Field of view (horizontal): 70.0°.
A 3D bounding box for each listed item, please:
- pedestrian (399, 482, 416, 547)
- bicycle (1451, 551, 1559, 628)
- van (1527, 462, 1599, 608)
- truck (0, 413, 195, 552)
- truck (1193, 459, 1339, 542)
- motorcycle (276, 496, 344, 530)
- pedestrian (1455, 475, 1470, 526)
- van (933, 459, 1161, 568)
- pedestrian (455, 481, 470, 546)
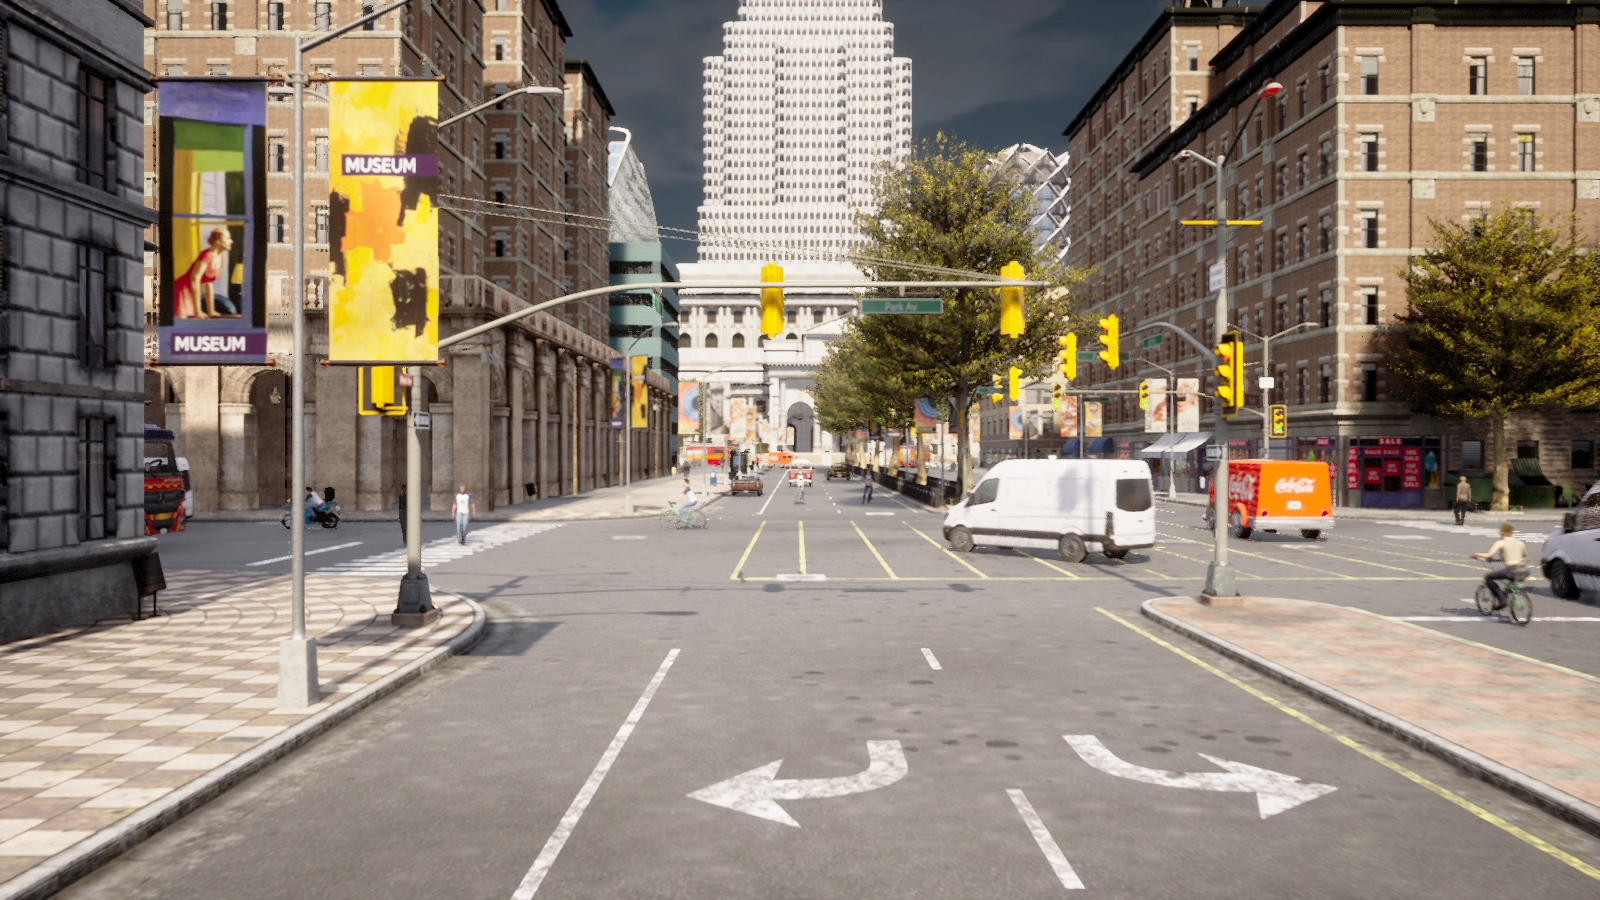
[{"bbox_3d":[-11.316,1.847,32.929,0.375,1.860,0.375,0,0,0],"label":"pedestrian"},{"bbox_3d":[11.500,2.253,18.688,0.859,1.080,1.487,0,0,0],"label":"bicycle"},{"bbox_3d":[15.204,1.531,19.569,1.988,2.561,5.915,0,0,3],"label":"van"},{"bbox_3d":[-22.344,0.892,32.718,8.468,3.827,2.891,0,0,0],"label":"truck"},{"bbox_3d":[15.015,1.563,37.204,2.627,2.467,5.204,0,0,0],"label":"truck"},{"bbox_3d":[-17.134,2.211,39.973,2.033,1.145,0.803,0,0,0],"label":"motorcycle"},{"bbox_3d":[24.188,1.842,41.712,0.375,1.860,0.375,0,0,4],"label":"pedestrian"},{"bbox_3d":[6.358,1.531,30.173,1.988,2.561,5.915,1,0,-40],"label":"van"},{"bbox_3d":[-9.800,1.847,33.176,0.375,1.860,0.375,0,0,-12],"label":"pedestrian"}]
